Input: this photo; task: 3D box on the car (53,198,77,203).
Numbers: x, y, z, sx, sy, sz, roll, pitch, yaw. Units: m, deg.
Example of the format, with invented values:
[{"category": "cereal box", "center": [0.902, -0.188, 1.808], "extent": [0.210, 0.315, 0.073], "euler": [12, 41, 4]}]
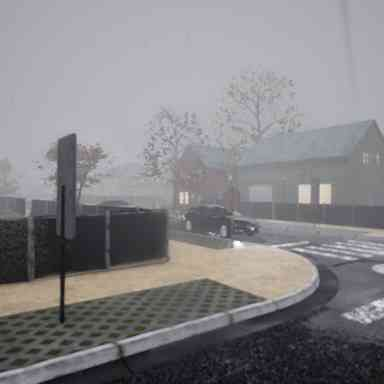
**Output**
[{"category": "car", "center": [-14.639, 1.292, 38.511], "extent": [1.882, 1.535, 5.008], "euler": [1, 0, -37]}]

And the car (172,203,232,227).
[{"category": "car", "center": [0.576, 1.518, 23.175], "extent": [1.994, 1.385, 4.181], "euler": [1, 0, -37]}]

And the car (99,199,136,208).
[{"category": "car", "center": [-6.040, 1.359, 27.105], "extent": [1.882, 1.535, 5.008], "euler": [1, 0, -37]}]

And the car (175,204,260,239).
[{"category": "car", "center": [1.364, 1.445, 17.269], "extent": [1.837, 1.490, 4.892], "euler": [1, 0, -36]}]
